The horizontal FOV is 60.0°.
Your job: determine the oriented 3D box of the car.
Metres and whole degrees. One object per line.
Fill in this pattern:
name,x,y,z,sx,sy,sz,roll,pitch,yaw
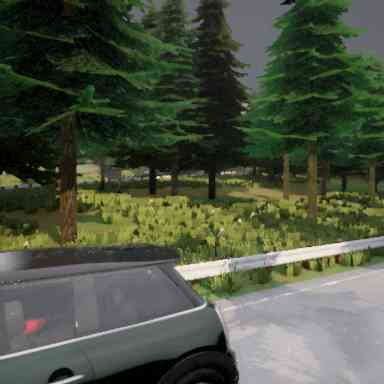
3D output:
car,-1.856,1.352,2.820,4.553,1.767,2.097,0,0,-31
